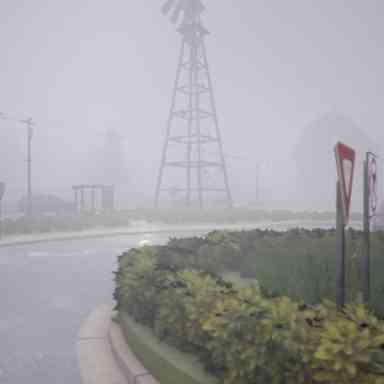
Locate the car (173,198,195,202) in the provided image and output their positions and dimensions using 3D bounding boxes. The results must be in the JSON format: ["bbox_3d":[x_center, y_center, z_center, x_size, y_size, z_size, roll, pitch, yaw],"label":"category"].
[{"bbox_3d":[-1.131,1.587,50.527,1.812,1.442,4.674,0,0,36],"label":"car"}]

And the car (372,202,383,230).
[{"bbox_3d":[11.349,1.524,18.670,1.784,1.438,3.905,0,0,35],"label":"car"}]

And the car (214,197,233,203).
[{"bbox_3d":[5.677,1.586,60.010,1.812,1.442,4.674,0,0,36],"label":"car"}]

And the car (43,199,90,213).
[{"bbox_3d":[-14.355,1.573,38.312,1.837,1.490,4.892,0,0,36],"label":"car"}]

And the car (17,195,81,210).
[{"bbox_3d":[-14.096,1.282,32.623,2.150,2.045,5.566,0,0,36],"label":"car"}]
